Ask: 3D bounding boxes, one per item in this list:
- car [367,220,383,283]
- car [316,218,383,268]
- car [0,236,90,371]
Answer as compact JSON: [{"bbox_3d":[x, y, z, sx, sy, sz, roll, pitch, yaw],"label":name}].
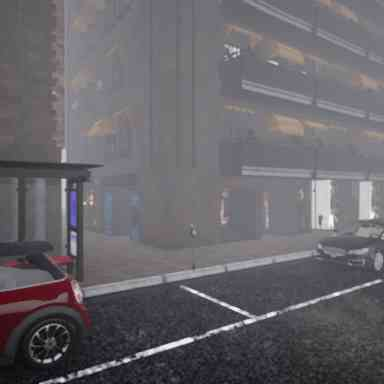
[{"bbox_3d":[6.437,1.471,7.872,5.008,1.535,1.882,0,0,-35],"label":"car"},{"bbox_3d":[5.740,1.544,10.549,4.403,1.369,2.008,0,0,-35],"label":"car"},{"bbox_3d":[-3.511,1.441,4.067,4.097,1.590,1.967,0,0,-35],"label":"car"}]
